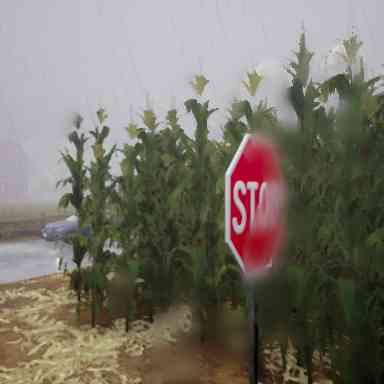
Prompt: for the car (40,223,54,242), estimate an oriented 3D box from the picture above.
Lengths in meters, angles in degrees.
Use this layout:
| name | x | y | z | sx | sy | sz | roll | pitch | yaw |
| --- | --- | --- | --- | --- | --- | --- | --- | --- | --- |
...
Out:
| name | x | y | z | sx | sy | sz | roll | pitch | yaw |
| --- | --- | --- | --- | --- | --- | --- | --- | --- | --- |
| car | -5.325 | 1.711 | 16.999 | 1.812 | 1.442 | 4.674 | 0 | 0 | 35 |
